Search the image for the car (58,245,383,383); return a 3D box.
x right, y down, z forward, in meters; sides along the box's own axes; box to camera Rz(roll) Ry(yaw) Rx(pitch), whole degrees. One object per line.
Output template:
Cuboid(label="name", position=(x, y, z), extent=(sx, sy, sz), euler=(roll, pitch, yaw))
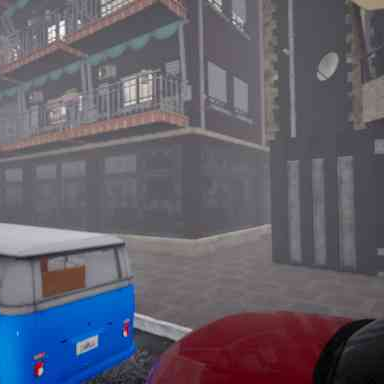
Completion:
Cuboid(label="car", position=(1.927, 1.312, 1.341), extent=(5.009, 1.841, 2.192), euler=(0, -1, 35))

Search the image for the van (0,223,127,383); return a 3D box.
Cuboid(label="van", position=(-2.593, 1.359, 4.528), extent=(3.998, 1.788, 1.690), euler=(0, -1, 35))
